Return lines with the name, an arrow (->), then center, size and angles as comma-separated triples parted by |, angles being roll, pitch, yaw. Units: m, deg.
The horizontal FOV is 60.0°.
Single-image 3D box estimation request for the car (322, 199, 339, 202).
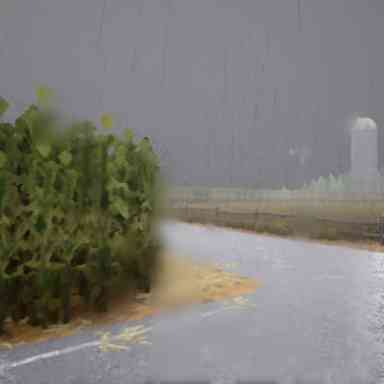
car -> 30.544, 2.250, 73.607 | 4.181, 1.385, 1.994 | 1, 0, -12
